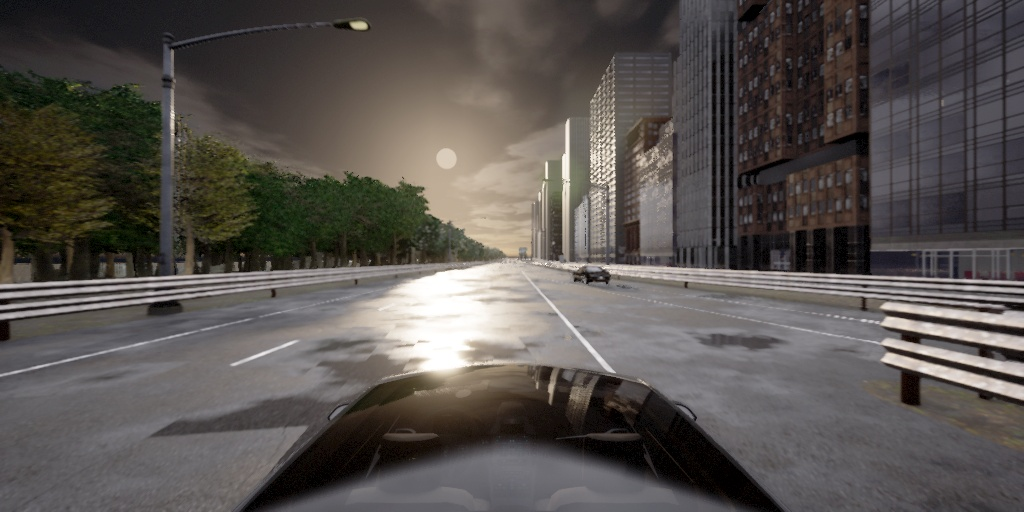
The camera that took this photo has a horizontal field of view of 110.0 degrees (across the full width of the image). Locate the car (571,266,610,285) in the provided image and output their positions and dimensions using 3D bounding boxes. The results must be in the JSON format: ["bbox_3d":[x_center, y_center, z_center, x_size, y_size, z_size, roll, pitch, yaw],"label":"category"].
[{"bbox_3d":[6.463,1.557,29.929,1.882,1.535,5.008,0,-1,-9],"label":"car"}]
